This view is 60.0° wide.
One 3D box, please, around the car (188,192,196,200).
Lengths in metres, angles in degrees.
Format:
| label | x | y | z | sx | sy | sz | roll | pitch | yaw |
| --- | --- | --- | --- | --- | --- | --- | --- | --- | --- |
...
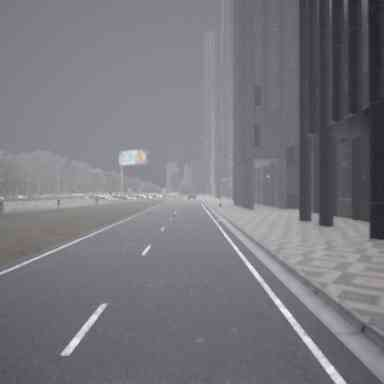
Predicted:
| label | x | y | z | sx | sy | sz | roll | pitch | yaw |
| --- | --- | --- | --- | --- | --- | --- | --- | --- | --- |
| car | -0.006 | 0.978 | 85.190 | 2.150 | 2.045 | 5.566 | 0 | 0 | 0 |

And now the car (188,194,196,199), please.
| label | x | y | z | sx | sy | sz | roll | pitch | yaw |
| --- | --- | --- | --- | --- | --- | --- | --- | --- | --- |
| car | -0.007 | 1.241 | 95.022 | 2.033 | 1.411 | 5.357 | 0 | 0 | 0 |

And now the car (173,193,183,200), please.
| label | x | y | z | sx | sy | sz | roll | pitch | yaw |
| --- | --- | --- | --- | --- | --- | --- | --- | --- | --- |
| car | -3.504 | 1.117 | 83.290 | 2.097 | 1.767 | 4.553 | 0 | 0 | 0 |

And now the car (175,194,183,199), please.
| label | x | y | z | sx | sy | sz | roll | pitch | yaw |
| --- | --- | --- | --- | --- | --- | --- | --- | --- | --- |
| car | -3.506 | 1.264 | 91.689 | 1.994 | 1.385 | 4.181 | 0 | 0 | 0 |
